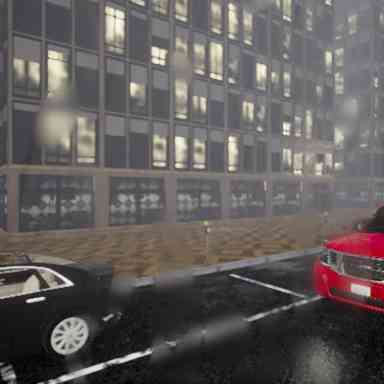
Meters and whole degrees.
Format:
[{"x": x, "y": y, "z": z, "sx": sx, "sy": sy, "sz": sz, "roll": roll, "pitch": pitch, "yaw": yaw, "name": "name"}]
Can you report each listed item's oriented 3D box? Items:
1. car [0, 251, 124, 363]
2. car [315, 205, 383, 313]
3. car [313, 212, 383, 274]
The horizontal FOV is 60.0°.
[{"x": -3.100, "y": 1.551, "z": 4.346, "sx": 4.403, "sy": 1.369, "sz": 2.008, "roll": 0, "pitch": 0, "yaw": -36, "name": "car"}, {"x": 4.904, "y": 1.187, "z": 6.786, "sx": 5.566, "sy": 2.045, "sz": 2.150, "roll": 0, "pitch": 0, "yaw": -35, "name": "car"}, {"x": 6.168, "y": 1.489, "z": 10.957, "sx": 4.507, "sy": 1.381, "sz": 1.887, "roll": 0, "pitch": 0, "yaw": -36, "name": "car"}]
